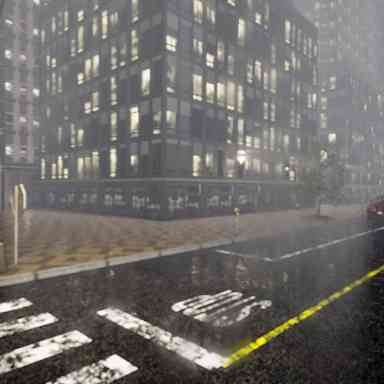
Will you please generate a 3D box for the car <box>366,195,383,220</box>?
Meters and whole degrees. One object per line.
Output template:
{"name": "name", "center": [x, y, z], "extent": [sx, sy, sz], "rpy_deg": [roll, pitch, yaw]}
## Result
{"name": "car", "center": [14.905, 1.155, 25.164], "extent": [2.192, 1.841, 5.009], "rpy_deg": [1, 1, 44]}
